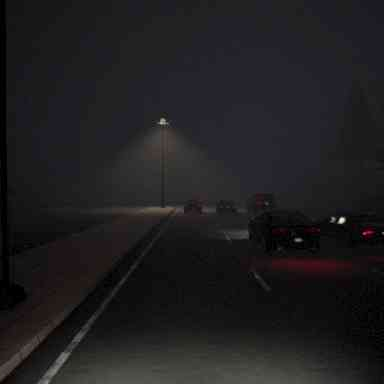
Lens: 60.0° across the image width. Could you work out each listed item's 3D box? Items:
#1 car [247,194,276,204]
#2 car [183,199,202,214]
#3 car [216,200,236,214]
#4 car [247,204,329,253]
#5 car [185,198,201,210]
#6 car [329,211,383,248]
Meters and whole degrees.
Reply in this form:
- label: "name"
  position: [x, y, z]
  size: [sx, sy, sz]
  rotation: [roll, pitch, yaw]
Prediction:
- label: "car"
  position: [7.098, 1.215, 34.273]
  size: [2.150, 2.045, 5.566]
  rotation: [0, -1, 0]
- label: "car"
  position: [0.094, 1.526, 35.754]
  size: [1.812, 1.442, 4.674]
  rotation: [0, 0, 0]
- label: "car"
  position: [3.600, 1.547, 35.626]
  size: [2.033, 1.411, 5.357]
  rotation: [0, 0, 0]
- label: "car"
  position: [3.601, 1.477, 13.727]
  size: [1.882, 1.535, 5.008]
  rotation: [0, 0, 0]
- label: "car"
  position: [0.098, 1.564, 44.512]
  size: [1.994, 1.385, 4.181]
  rotation: [0, 0, 0]
- label: "car"
  position: [7.101, 1.547, 14.714]
  size: [2.033, 1.411, 5.357]
  rotation: [0, 0, 0]
